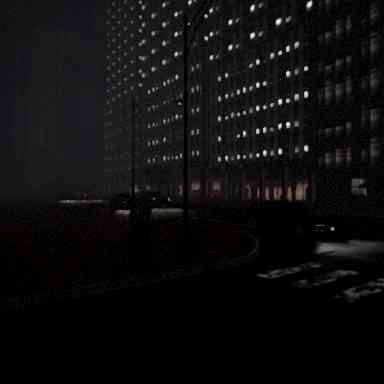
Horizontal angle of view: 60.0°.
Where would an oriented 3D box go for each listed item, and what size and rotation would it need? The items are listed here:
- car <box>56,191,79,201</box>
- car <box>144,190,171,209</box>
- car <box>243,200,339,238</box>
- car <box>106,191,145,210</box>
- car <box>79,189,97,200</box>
[{"bbox_3d":[-18.981,0.559,49.853,1.994,1.385,4.181,0,1,-35],"label":"car"},{"bbox_3d":[-3.993,0.692,33.854,2.097,1.767,4.553,0,1,-35],"label":"car"},{"bbox_3d":[4.532,1.193,15.942,1.837,1.490,4.892,0,2,-35],"label":"car"},{"bbox_3d":[-6.702,0.846,32.056,1.837,1.490,4.892,0,1,-35],"label":"car"},{"bbox_3d":[-16.414,0.337,51.855,2.097,1.767,4.553,0,1,-35],"label":"car"}]
